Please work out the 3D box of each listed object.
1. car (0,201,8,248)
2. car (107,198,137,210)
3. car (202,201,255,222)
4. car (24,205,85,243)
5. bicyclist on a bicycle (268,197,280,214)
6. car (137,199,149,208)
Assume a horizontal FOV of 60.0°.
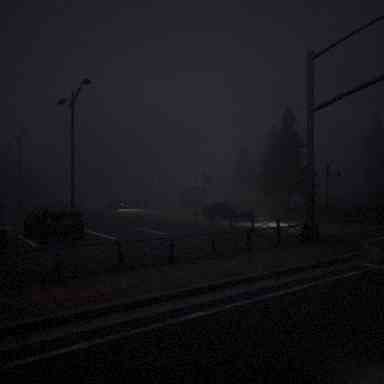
[{"bbox_3d":[-8.895,1.331,13.418,2.152,1.636,5.027,0,0,-36],"label":"car"},{"bbox_3d":[-9.465,1.506,43.328,1.837,1.490,4.892,0,0,-36],"label":"car"},{"bbox_3d":[2.860,1.478,26.527,1.882,1.535,5.008,0,0,-36],"label":"car"},{"bbox_3d":[-6.383,1.340,15.298,2.007,1.523,4.514,0,0,-36],"label":"car"},{"bbox_3d":[7.949,1.301,32.232,1.656,1.620,0.582,0,0,-36],"label":"bicyclist on a bicycle"},{"bbox_3d":[-7.968,1.601,47.316,1.895,1.301,4.718,0,0,-36],"label":"car"}]
